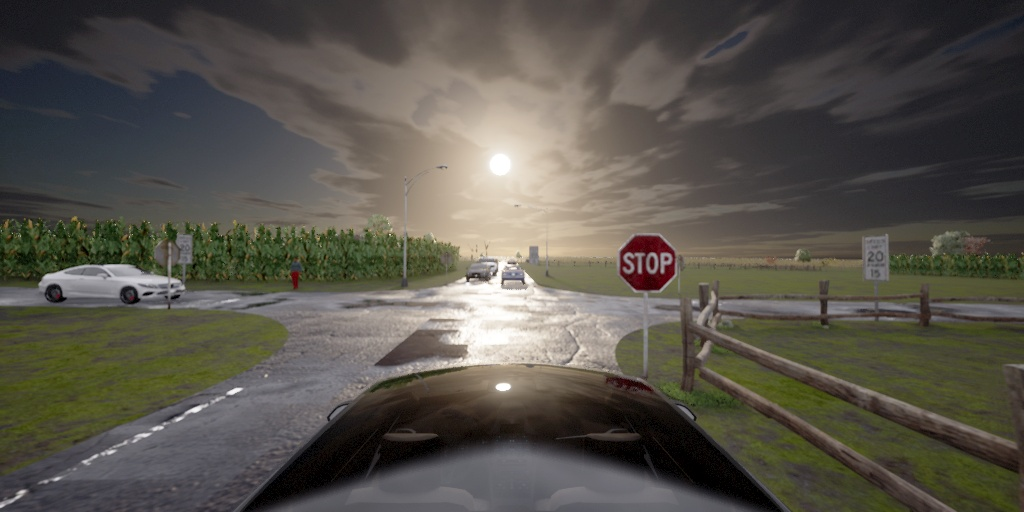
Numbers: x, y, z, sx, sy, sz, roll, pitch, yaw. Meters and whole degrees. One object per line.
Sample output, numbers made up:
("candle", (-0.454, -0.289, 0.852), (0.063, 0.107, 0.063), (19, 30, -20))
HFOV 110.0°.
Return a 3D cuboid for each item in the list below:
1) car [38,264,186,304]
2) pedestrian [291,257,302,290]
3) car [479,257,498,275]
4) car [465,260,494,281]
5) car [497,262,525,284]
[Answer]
("car", (-15.707, 1.063, 14.176), (4.674, 1.442, 1.812), (1, -1, 1))
("pedestrian", (-12.192, 0.967, 20.203), (0.375, 1.860, 0.375), (0, -2, 0))
("car", (-2.894, 1.145, 41.471), (2.150, 2.045, 5.566), (0, 0, 0))
("car", (-2.896, 1.385, 31.528), (1.837, 1.490, 4.892), (0, 0, 0))
("car", (0.075, 1.415, 28.568), (2.033, 1.411, 5.357), (0, 0, 0))
